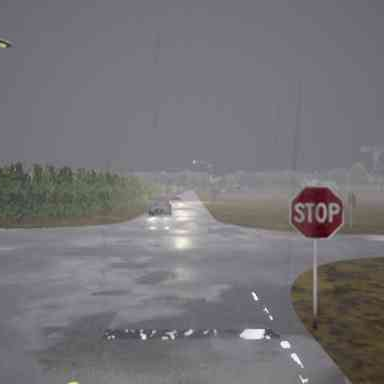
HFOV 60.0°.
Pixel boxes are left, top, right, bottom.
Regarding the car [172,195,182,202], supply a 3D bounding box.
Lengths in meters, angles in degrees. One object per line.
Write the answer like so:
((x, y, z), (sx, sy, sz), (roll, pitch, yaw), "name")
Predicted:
((-2.882, 1.178, 62.890), (1.895, 1.301, 4.718), (0, 1, 0), "car")

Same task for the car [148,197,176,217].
((-2.812, 1.481, 30.470), (1.994, 1.385, 4.181), (0, 0, 0), "car")
